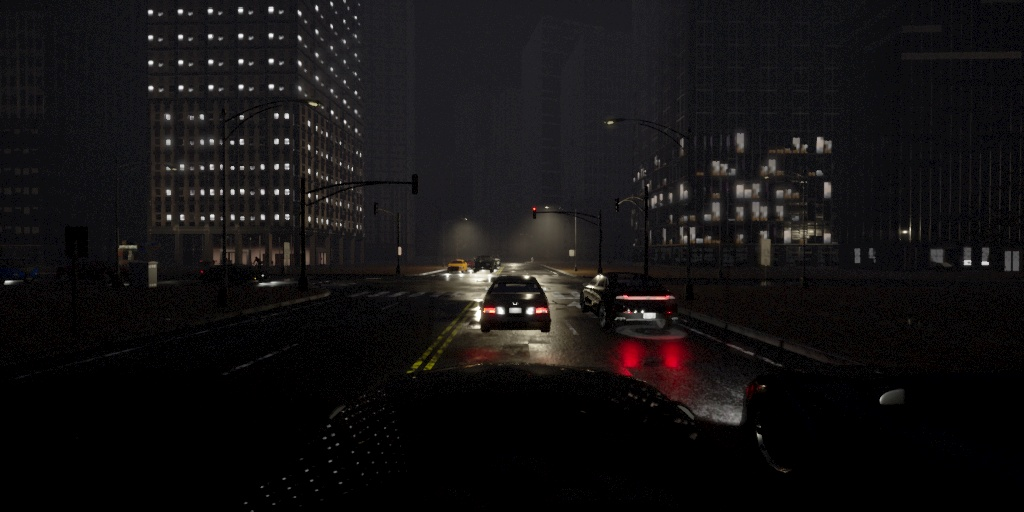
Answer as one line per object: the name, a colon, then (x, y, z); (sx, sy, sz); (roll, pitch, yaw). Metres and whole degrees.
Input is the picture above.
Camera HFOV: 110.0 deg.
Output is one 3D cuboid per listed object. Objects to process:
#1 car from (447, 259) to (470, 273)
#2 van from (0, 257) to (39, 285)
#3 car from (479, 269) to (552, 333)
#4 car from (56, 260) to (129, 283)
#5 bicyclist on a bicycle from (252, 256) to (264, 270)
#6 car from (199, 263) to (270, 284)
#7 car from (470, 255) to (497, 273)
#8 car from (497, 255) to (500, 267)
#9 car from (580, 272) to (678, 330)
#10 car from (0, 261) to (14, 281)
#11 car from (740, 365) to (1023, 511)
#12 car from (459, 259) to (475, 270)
car: (-6.550, 1.193, 43.265); (1.882, 1.535, 5.008); (0, 0, 0)
van: (-33.910, 0.960, 23.682); (3.998, 1.789, 1.690); (0, 0, 1)
car: (0.109, 1.294, 10.732); (2.033, 1.411, 5.357); (0, 0, 1)
car: (-30.053, 1.093, 26.166); (5.008, 1.535, 1.882); (0, 0, 2)
bicyclist on a bicycle: (-24.667, 0.868, 34.762); (0.582, 1.620, 1.656); (0, 1, 1)
car: (-19.961, 1.227, 25.903); (4.181, 1.385, 1.994); (0, 0, 1)
car: (-3.302, 0.937, 42.942); (2.150, 2.045, 5.566); (0, 0, 0)
car: (-3.289, 1.048, 52.896); (2.097, 1.767, 4.553); (0, 0, 0)
car: (3.356, 1.238, 11.145); (2.128, 1.511, 4.902); (0, 0, 0)
car: (-40.294, 1.093, 26.451); (4.674, 1.442, 1.812); (0, 0, 2)
car: (3.354, 1.314, 1.988); (1.994, 1.385, 4.181); (0, 0, 0)
car: (-6.538, 1.223, 52.677); (1.812, 1.442, 4.674); (0, 0, 0)
